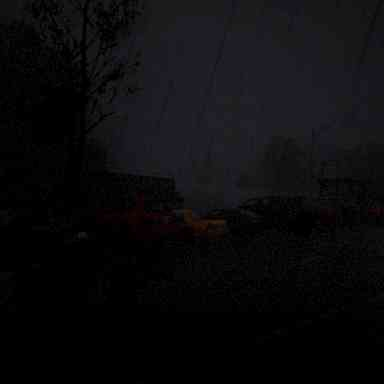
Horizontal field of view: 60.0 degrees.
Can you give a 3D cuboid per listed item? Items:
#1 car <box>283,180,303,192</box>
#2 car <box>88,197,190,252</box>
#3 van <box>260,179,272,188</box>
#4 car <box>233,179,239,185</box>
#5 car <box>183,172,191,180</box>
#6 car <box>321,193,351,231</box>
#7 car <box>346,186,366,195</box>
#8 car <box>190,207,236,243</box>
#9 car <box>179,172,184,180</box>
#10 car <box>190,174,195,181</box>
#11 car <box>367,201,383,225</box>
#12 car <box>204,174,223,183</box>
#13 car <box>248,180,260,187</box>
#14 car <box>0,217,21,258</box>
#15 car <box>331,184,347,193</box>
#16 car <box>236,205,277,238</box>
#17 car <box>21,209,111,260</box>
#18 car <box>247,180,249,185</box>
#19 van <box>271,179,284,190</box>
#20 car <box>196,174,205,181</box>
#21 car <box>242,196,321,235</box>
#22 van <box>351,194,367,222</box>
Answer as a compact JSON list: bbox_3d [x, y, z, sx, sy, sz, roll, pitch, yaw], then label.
[{"bbox_3d":[19.649,-0.913,62.965,2.231,1.521,4.892,7,3,35],"label":"car"},{"bbox_3d":[-3.175,1.256,14.283,5.566,2.045,2.435,-1,-1,35],"label":"car"},{"bbox_3d":[16.163,-1.685,67.801,1.878,1.987,4.442,7,3,35],"label":"van"},{"bbox_3d":[11.019,-2.238,75.317,2.002,1.452,4.674,7,3,35],"label":"car"},{"bbox_3d":[0.546,-4.006,90.028,2.185,1.767,4.553,4,1,33],"label":"car"},{"bbox_3d":[6.694,1.293,21.197,5.566,2.045,2.435,-1,-1,35],"label":"car"},{"bbox_3d":[26.546,0.216,53.103,2.002,1.452,4.674,7,3,35],"label":"car"},{"bbox_3d":[-0.855,1.515,16.109,5.366,1.575,1.946,-1,-1,35],"label":"car"},{"bbox_3d":[-1.224,-4.283,92.376,2.435,2.045,5.566,1,-1,34],"label":"car"},{"bbox_3d":[2.275,-3.771,87.557,2.185,1.767,4.553,6,3,34],"label":"car"},{"bbox_3d":[11.643,1.439,24.615,4.553,1.767,2.185,-1,-1,35],"label":"car"},{"bbox_3d":[5.917,-3.096,82.830,1.946,1.575,5.366,7,3,34],"label":"car"},{"bbox_3d":[14.590,-1.732,70.533,1.946,1.575,5.366,7,3,35],"label":"car"},{"bbox_3d":[-8.042,1.492,10.793,4.892,1.521,2.231,-1,-1,35],"label":"car"},{"bbox_3d":[24.856,-0.346,55.577,2.435,2.045,5.566,7,3,35],"label":"car"},{"bbox_3d":[1.752,1.565,17.736,4.674,1.452,2.002,-1,-1,35],"label":"car"},{"bbox_3d":[-5.621,1.527,12.538,4.792,1.488,2.163,-1,-1,35],"label":"car"},{"bbox_3d":[12.760,-1.964,72.854,2.002,1.452,4.674,7,3,35],"label":"car"},{"bbox_3d":[17.891,-1.411,65.328,1.878,1.987,4.442,7,4,35],"label":"van"},{"bbox_3d":[4.068,-3.619,85.090,2.435,2.045,5.566,7,3,34],"label":"car"},{"bbox_3d":[4.180,1.284,19.493,5.566,2.045,2.435,-1,-1,35],"label":"car"},{"bbox_3d":[9.233,1.328,22.866,4.442,1.987,1.878,-1,-1,35],"label":"van"}]
